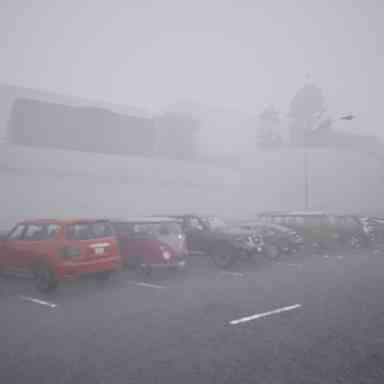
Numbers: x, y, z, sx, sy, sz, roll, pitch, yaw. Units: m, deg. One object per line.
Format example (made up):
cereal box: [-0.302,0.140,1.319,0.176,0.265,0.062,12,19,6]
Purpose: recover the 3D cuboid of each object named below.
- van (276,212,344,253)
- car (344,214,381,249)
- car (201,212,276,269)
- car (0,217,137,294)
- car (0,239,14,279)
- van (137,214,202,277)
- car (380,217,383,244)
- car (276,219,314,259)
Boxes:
van: [5.223,2.044,17.511,4.442,1.987,1.878,-4,-4,37]
car: [7.851,2.165,19.035,4.553,1.767,2.185,-4,-4,37]
car: [0.332,1.953,14.196,5.566,2.045,2.435,-4,-4,37]
car: [-4.734,1.896,10.987,5.566,2.045,2.435,-4,-4,37]
car: [-7.207,2.151,9.335,4.674,1.452,2.002,-4,-4,37]
van: [-2.104,1.944,12.524,4.442,1.987,1.878,-4,-4,37]
car: [10.338,2.361,20.659,4.674,1.452,2.002,-4,-4,37]
car: [2.821,2.235,15.808,4.892,1.521,2.231,-4,-4,37]
